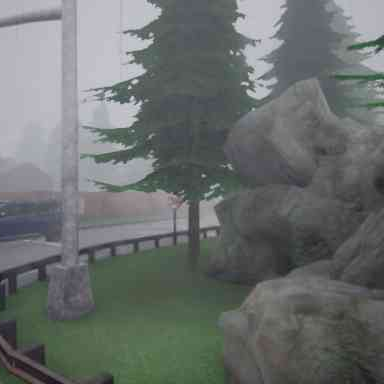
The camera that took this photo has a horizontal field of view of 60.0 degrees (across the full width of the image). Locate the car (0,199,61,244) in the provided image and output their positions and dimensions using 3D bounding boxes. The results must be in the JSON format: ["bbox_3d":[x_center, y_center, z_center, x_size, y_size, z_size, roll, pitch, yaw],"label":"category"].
[{"bbox_3d":[-7.893,1.358,14.466,2.150,2.045,5.566,0,1,36],"label":"car"}]
